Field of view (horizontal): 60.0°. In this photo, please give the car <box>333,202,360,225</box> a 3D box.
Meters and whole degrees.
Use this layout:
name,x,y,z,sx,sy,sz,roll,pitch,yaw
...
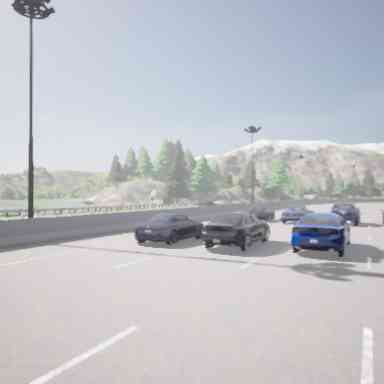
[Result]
name,x,y,z,sx,sy,sz,roll,pitch,yaw
car,12.237,1.627,26.621,2.097,1.767,4.553,0,-1,29

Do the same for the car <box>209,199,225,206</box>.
name,x,y,z,sx,sy,sz,roll,pitch,yaw
car,5.760,2.239,66.497,1.812,1.442,4.674,0,-1,29

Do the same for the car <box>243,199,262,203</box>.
name,x,y,z,sx,sy,sz,roll,pitch,yaw
car,11.938,2.167,63.243,2.128,1.511,4.902,0,-1,29

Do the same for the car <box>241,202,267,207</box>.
name,x,y,z,sx,sy,sz,roll,pitch,yaw
car,6.123,1.884,30.022,1.994,1.385,4.181,0,-1,28

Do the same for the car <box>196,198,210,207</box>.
name,x,y,z,sx,sy,sz,roll,pitch,yaw
car,2.688,2.091,68.160,2.097,1.767,4.553,0,-1,28

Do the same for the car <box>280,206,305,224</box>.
name,x,y,z,sx,sy,sz,roll,pitch,yaw
car,8.710,1.836,27.467,2.033,1.411,5.357,0,-1,28

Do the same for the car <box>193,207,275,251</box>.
name,x,y,z,sx,sy,sz,roll,pitch,yaw
car,2.111,1.670,15.117,1.837,1.490,4.892,0,0,29

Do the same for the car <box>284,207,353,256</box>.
name,x,y,z,sx,sy,sz,roll,pitch,yaw
car,5.556,1.625,14.122,1.882,1.535,5.008,0,0,29

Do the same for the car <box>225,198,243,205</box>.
name,x,y,z,sx,sy,sz,roll,pitch,yaw
car,8.874,2.046,64.922,2.097,1.767,4.553,0,-1,29

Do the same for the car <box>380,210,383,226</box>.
name,x,y,z,sx,sy,sz,roll,pitch,yaw
car,15.361,1.748,25.039,2.128,1.511,4.902,0,-1,29

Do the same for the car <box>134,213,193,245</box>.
name,x,y,z,sx,sy,sz,roll,pitch,yaw
car,-1.012,1.748,16.700,1.994,1.385,4.181,0,-1,29
